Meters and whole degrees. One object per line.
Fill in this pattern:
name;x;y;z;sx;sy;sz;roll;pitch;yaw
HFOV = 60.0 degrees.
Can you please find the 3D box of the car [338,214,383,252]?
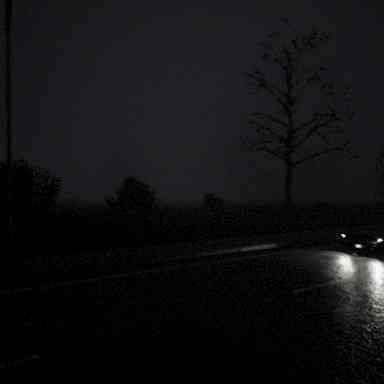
car;8.231;1.542;13.159;5.357;1.411;2.033;0;0;-30
